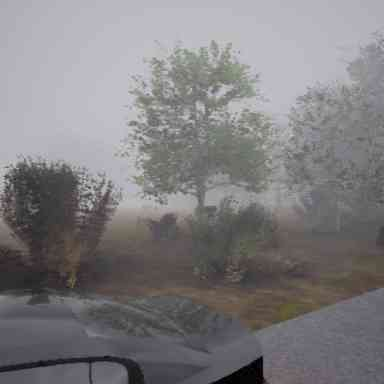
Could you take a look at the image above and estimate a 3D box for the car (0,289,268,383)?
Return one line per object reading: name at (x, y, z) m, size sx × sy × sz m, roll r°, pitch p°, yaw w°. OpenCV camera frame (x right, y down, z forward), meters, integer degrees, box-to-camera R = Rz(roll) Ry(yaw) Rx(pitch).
car at (-1.736, 1.478, 1.836) m, size 5.008 × 1.535 × 1.882 m, roll 0°, pitch 0°, yaw -36°
